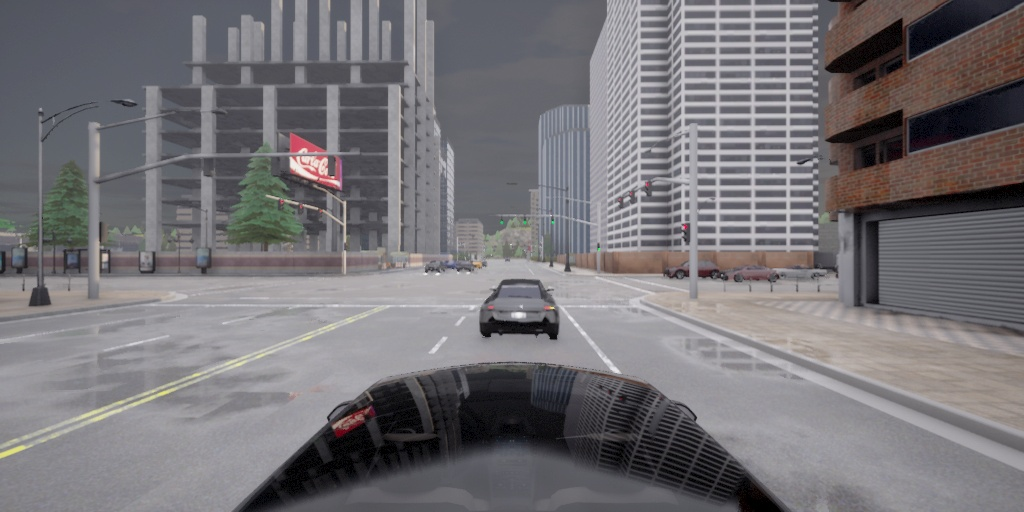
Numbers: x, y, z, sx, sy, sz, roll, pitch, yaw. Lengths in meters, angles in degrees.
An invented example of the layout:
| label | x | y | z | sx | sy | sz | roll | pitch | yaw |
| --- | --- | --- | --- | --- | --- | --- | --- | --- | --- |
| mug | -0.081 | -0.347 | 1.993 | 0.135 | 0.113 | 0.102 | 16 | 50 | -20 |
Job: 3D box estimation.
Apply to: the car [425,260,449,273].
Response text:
| label | x | y | z | sx | sy | sz | roll | pitch | yaw |
| --- | --- | --- | --- | --- | --- | --- | --- | --- | --- |
| car | -9.811 | 1.366 | 46.129 | 1.837 | 1.490 | 4.892 | 0 | 0 | 1 |

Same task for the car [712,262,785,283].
| label | x | y | z | sx | sy | sz | roll | pitch | yaw |
| --- | --- | --- | --- | --- | --- | --- | --- | --- | --- |
| car | 18.810 | 1.383 | 28.670 | 4.181 | 1.385 | 1.994 | 0 | 0 | 1 |

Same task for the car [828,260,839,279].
| label | x | y | z | sx | sy | sz | roll | pitch | yaw |
| --- | --- | --- | --- | --- | --- | --- | --- | --- | --- |
| car | 28.696 | 1.297 | 28.527 | 5.008 | 1.535 | 1.882 | 0 | 0 | 1 |

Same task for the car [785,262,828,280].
| label | x | y | z | sx | sy | sz | roll | pitch | yaw |
| --- | --- | --- | --- | --- | --- | --- | --- | --- | --- |
| car | 25.080 | 1.429 | 32.083 | 4.718 | 1.301 | 1.895 | 0 | 0 | 1 |

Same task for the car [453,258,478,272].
| label | x | y | z | sx | sy | sz | roll | pitch | yaw |
| --- | --- | --- | --- | --- | --- | --- | --- | --- | --- |
| car | -6.259 | 1.416 | 49.010 | 2.033 | 1.411 | 5.357 | 0 | 0 | 1 |

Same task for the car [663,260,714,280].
| label | x | y | z | sx | sy | sz | roll | pitch | yaw |
| --- | --- | --- | --- | --- | --- | --- | --- | --- | --- |
| car | 16.087 | 1.180 | 32.206 | 4.553 | 1.767 | 2.097 | 0 | 0 | 1 |

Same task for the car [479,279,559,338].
| label | x | y | z | sx | sy | sz | roll | pitch | yaw |
| --- | --- | --- | --- | --- | --- | --- | --- | --- | --- |
| car | 0.272 | 1.336 | 10.261 | 1.994 | 1.385 | 4.181 | 0 | 0 | 3 |

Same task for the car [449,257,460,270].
| label | x | y | z | sx | sy | sz | roll | pitch | yaw |
| --- | --- | --- | --- | --- | --- | --- | --- | --- | --- |
| car | -9.630 | 1.363 | 55.623 | 1.882 | 1.535 | 5.008 | 0 | 0 | 1 |

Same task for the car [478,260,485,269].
| label | x | y | z | sx | sy | sz | roll | pitch | yaw |
| --- | --- | --- | --- | --- | --- | --- | --- | --- | --- |
| car | -6.054 | 1.373 | 59.318 | 1.882 | 1.535 | 5.008 | 0 | 0 | 1 |
